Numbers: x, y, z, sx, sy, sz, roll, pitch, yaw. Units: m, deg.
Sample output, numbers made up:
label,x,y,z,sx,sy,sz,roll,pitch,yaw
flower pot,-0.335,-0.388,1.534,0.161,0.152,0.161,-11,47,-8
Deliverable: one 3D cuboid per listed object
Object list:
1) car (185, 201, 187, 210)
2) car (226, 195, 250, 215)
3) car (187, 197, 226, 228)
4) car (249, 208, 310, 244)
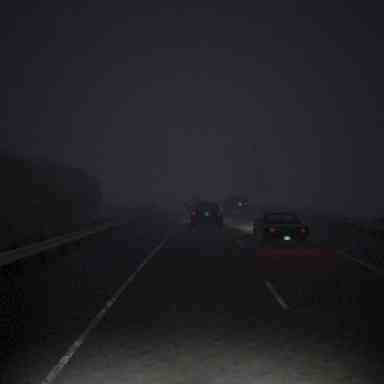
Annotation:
label,x,y,z,sx,sy,sz,roll,pitch,yaw
car,0.361,1.458,41.122,2.097,1.767,4.553,0,0,-7
car,4.538,1.317,34.968,2.150,2.045,5.566,0,0,-3
car,1.014,1.411,22.688,2.097,1.767,4.553,0,0,3
car,4.136,1.648,16.206,1.895,1.301,4.718,0,0,3
